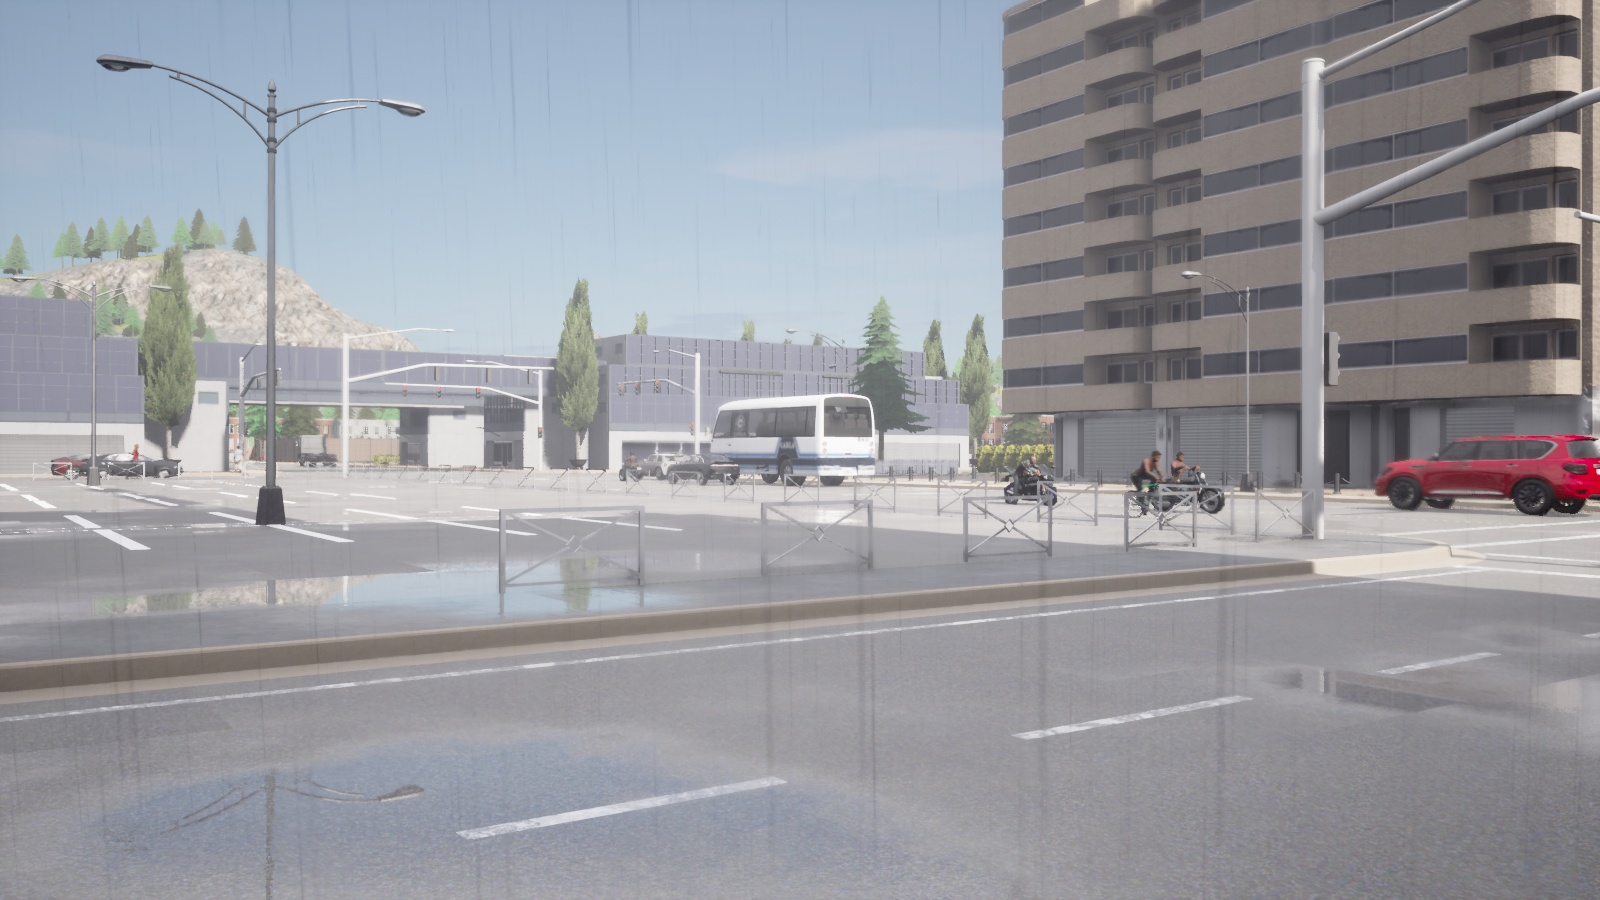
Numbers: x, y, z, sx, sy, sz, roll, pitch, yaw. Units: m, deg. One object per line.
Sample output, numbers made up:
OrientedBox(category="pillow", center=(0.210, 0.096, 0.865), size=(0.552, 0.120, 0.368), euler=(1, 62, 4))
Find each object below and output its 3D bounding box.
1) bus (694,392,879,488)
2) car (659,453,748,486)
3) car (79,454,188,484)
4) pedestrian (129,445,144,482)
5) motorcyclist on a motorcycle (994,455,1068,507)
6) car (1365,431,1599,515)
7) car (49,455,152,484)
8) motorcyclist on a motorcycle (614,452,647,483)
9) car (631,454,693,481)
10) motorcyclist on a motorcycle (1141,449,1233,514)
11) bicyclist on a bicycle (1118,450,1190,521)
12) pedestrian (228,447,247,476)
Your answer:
OrientedBox(category="bus", center=(-0.890, -0.424, 61.381), size=(3.944, 4.253, 10.273), euler=(0, 0, -35))
OrientedBox(category="car", center=(-4.736, 0.915, 60.790), size=(2.128, 1.511, 4.902), euler=(0, 0, -34))
OrientedBox(category="car", center=(-35.432, 0.995, 66.792), size=(4.902, 1.511, 2.128), euler=(0, 0, -33))
OrientedBox(category="pedestrian", center=(-33.080, 0.682, 62.590), size=(0.636, 1.846, 0.331), euler=(0, 0, -35))
OrientedBox(category="motorcyclist on a motorcycle", center=(6.925, 0.913, 37.755), size=(0.866, 1.530, 2.191), euler=(0, 0, -35))
OrientedBox(category="car", center=(18.295, 0.562, 33.434), size=(2.150, 2.045, 5.566), euler=(0, 0, -36))
OrientedBox(category="car", center=(-38.436, 1.050, 69.001), size=(4.792, 1.488, 2.163), euler=(0, 0, -33))
OrientedBox(category="motorcyclist on a motorcycle", center=(-9.068, 0.934, 67.065), size=(0.766, 1.649, 2.350), euler=(0, 0, -35))
OrientedBox(category="car", center=(-7.896, 0.957, 71.525), size=(1.970, 1.475, 3.806), euler=(0, 0, -34))
OrientedBox(category="motorcyclist on a motorcycle", center=(10.169, 0.810, 33.058), size=(0.766, 1.649, 2.350), euler=(0, 0, -35))
OrientedBox(category="bicyclist on a bicycle", center=(8.323, 0.808, 29.572), size=(0.582, 1.620, 1.656), euler=(0, 0, -35))
OrientedBox(category="pedestrian", center=(-36.901, 0.739, 82.414), size=(0.874, 1.855, 0.900), euler=(0, 0, -43))
